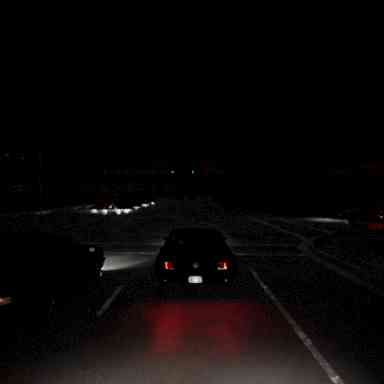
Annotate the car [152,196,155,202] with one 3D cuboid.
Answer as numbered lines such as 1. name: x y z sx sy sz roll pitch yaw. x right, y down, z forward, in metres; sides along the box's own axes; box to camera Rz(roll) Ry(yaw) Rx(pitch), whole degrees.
1. car: -10.494 1.820 84.361 1.812 1.442 4.674 0 1 0

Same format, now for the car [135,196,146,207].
1. car: -10.541 1.996 62.282 2.033 1.411 5.357 0 0 0

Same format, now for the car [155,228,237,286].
1. car: 0.090 1.709 9.723 1.895 1.301 4.718 0 -1 0

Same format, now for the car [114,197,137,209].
1. car: -10.581 2.018 53.136 1.994 1.385 4.181 0 0 0

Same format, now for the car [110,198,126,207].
1. car: -14.027 1.923 63.672 1.882 1.535 5.008 0 0 1

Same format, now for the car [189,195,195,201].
1. car: 0.007 1.728 94.417 2.128 1.511 4.902 0 1 0

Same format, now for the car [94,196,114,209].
1. car: -14.086 1.678 53.864 2.150 2.045 5.566 0 0 0

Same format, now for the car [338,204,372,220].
1. car: 16.158 1.868 31.071 4.674 1.442 1.812 0 -1 -2

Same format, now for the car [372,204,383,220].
1. car: 17.986 1.806 27.444 4.892 1.490 1.837 0 -1 -1

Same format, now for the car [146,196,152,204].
1. car: -10.495 1.956 72.331 1.994 1.385 4.181 0 0 0

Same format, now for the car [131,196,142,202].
1. car: -13.994 1.837 84.318 2.033 1.411 5.357 0 1 0

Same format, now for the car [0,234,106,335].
1. car: -3.415 1.628 7.200 2.033 1.411 5.357 0 -1 0

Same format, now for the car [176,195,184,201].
1. car: -3.493 1.556 94.578 2.097 1.767 4.553 0 1 0

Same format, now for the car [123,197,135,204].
1. car: -13.995 1.917 73.944 1.812 1.442 4.674 0 0 0
